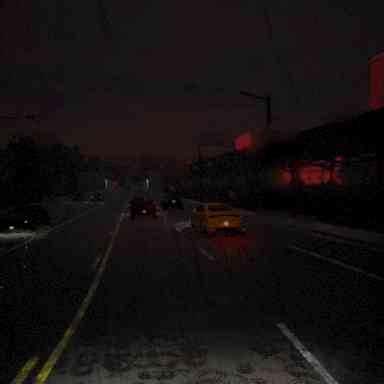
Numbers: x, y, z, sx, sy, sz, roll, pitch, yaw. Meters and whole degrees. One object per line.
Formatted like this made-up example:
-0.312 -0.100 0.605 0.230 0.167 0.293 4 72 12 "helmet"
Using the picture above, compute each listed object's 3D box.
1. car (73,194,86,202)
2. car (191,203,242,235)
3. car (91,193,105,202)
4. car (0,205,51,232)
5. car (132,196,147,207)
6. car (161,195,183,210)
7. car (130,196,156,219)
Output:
-20.965 1.097 62.002 1.837 1.490 4.892 -1 1 -10 "car"
1.180 1.320 18.066 1.882 1.535 5.008 -1 0 -10 "car"
-17.227 0.931 60.893 2.097 1.767 4.553 -1 1 -10 "car"
-10.066 1.499 20.312 2.033 1.411 5.357 -1 0 -10 "car"
-7.239 1.273 45.473 1.994 1.385 4.181 -1 1 -10 "car"
-2.327 1.081 37.836 2.097 1.767 4.553 -1 1 -10 "car"
-4.020 1.307 27.400 1.882 1.535 5.008 -1 0 -10 "car"
